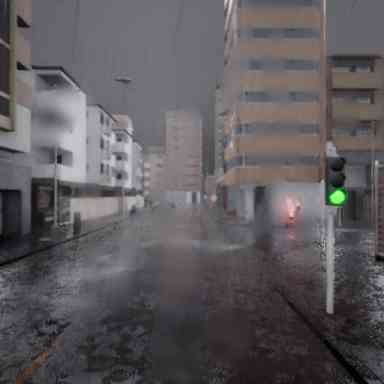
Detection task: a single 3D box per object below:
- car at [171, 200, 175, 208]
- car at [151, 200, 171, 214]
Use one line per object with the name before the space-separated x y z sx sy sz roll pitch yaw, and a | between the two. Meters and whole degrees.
car | -4.032 2.196 60.332 2.033 1.411 5.357 0 -1 1
car | -4.110 1.964 42.678 1.837 1.490 4.892 0 -1 0
